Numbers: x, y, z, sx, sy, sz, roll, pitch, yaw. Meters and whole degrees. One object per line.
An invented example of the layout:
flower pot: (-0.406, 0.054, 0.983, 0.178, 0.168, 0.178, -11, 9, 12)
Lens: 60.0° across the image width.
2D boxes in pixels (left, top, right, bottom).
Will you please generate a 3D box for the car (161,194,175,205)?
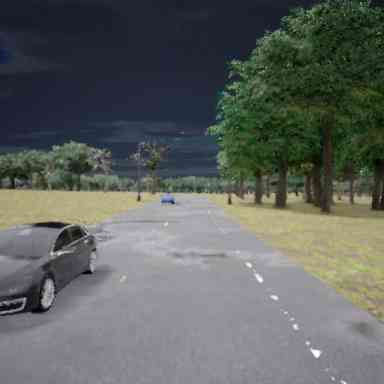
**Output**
car: (-3.563, 1.059, 50.046, 1.882, 1.535, 5.008, 0, 1, 0)

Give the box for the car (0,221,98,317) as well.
car: (-3.600, 1.506, 7.710, 1.837, 1.490, 4.892, 0, 0, 0)
